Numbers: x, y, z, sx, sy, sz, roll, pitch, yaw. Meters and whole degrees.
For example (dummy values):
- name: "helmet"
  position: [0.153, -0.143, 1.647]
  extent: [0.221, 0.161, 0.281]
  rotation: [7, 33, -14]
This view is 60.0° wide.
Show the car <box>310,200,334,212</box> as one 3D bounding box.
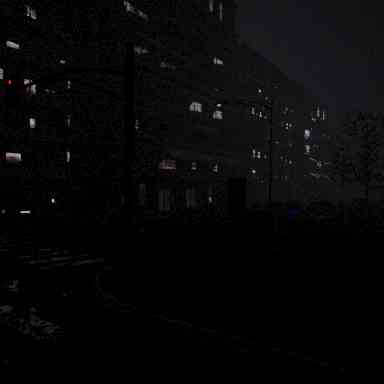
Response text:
- name: "car"
  position: [18.097, 1.914, 46.121]
  extent: [1.882, 1.535, 5.008]
  rotation: [1, 0, 36]

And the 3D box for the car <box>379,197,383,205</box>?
- name: "car"
  position: [47.089, 2.151, 81.036]
  extent: [2.192, 1.841, 5.009]
  rotation: [1, 0, 36]

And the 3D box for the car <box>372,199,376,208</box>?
- name: "car"
  position: [30.652, 2.202, 58.778]
  extent: [1.802, 1.307, 4.206]
  rotation: [1, 0, 36]

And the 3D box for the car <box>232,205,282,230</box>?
- name: "car"
  position: [4.359, 1.827, 23.167]
  extent: [1.947, 1.339, 4.313]
  rotation: [1, 0, 36]

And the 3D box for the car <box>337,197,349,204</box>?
- name: "car"
  position: [37.064, 2.094, 81.569]
  extent: [1.967, 1.590, 4.097]
  rotation: [1, 0, 36]

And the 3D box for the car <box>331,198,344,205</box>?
- name: "car"
  position: [33.776, 2.177, 77.117]
  extent: [1.947, 1.339, 4.313]
  rotation: [1, 0, 36]

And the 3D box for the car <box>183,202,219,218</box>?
- name: "car"
  position: [0.910, 1.712, 32.602]
  extent: [1.887, 1.381, 4.507]
  rotation: [1, 0, 36]

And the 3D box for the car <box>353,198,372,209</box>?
- name: "car"
  position: [27.368, 1.891, 54.328]
  extent: [2.192, 1.841, 5.009]
  rotation: [1, 0, 36]

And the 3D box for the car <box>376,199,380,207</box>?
- name: "car"
  position: [33.940, 2.104, 63.230]
  extent: [1.967, 1.590, 4.097]
  rotation: [1, 0, 36]

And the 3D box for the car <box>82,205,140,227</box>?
- name: "car"
  position: [-5.664, 1.626, 23.699]
  extent: [2.008, 1.369, 4.403]
  rotation: [1, 0, 36]

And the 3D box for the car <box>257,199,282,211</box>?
- name: "car"
  position: [10.771, 1.743, 45.957]
  extent: [1.967, 1.590, 4.097]
  rotation: [1, 0, 36]

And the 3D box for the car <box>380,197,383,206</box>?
- name: "car"
  position: [37.226, 2.252, 67.681]
  extent: [1.887, 1.381, 4.507]
  rotation: [1, 0, 36]

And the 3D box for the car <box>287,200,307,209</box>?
- name: "car"
  position: [17.343, 1.975, 54.860]
  extent: [1.802, 1.307, 4.206]
  rotation: [1, 0, 36]

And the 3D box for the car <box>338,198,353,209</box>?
- name: "car"
  position: [24.071, 2.064, 54.235]
  extent: [2.033, 1.411, 5.357]
  rotation: [1, 0, 37]

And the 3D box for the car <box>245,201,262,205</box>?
- name: "car"
  position: [7.483, 1.840, 41.505]
  extent: [1.802, 1.307, 4.206]
  rotation: [1, 0, 36]

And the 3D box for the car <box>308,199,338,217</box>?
- name: "car"
  position: [14.221, 1.838, 36.522]
  extent: [1.967, 1.590, 4.097]
  rotation: [1, 0, 36]

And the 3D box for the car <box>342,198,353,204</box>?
- name: "car"
  position: [40.249, 2.221, 85.883]
  extent: [1.752, 1.417, 4.829]
  rotation: [1, 0, 36]

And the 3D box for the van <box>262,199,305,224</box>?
- name: "van"
  position: [7.648, 1.648, 27.618]
  extent: [1.690, 1.788, 3.998]
  rotation: [1, 0, 36]
